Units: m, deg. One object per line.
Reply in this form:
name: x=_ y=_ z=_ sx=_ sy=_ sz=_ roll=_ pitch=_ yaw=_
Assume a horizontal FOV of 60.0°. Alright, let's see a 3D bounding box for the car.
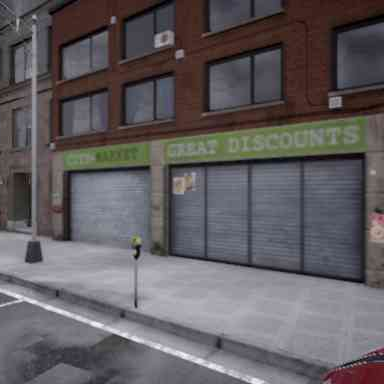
car: x=2.436 y=1.441 z=1.341 sx=4.097 sy=1.590 sz=1.967 roll=0 pitch=0 yaw=35
